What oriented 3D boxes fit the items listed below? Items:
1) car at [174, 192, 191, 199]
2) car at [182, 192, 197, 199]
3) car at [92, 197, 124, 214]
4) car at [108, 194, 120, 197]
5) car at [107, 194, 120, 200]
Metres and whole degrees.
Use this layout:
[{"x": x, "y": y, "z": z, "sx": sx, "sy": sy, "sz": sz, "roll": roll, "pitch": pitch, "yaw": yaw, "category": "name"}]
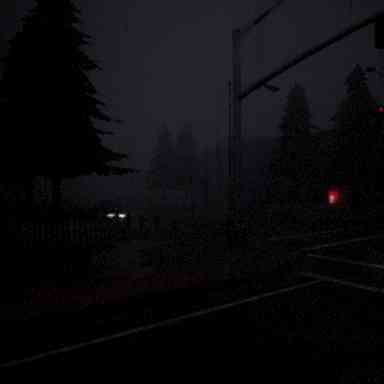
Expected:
[{"x": -2.777, "y": 0.885, "z": 86.917, "sx": 1.932, "sy": 1.855, "sz": 4.605, "roll": 0, "pitch": 0, "yaw": -37, "category": "car"}, {"x": -0.693, "y": 0.851, "z": 88.984, "sx": 1.905, "sy": 1.878, "sz": 3.866, "roll": 0, "pitch": 0, "yaw": -37, "category": "car"}, {"x": -8.871, "y": 1.517, "z": 35.277, "sx": 1.994, "sy": 1.385, "sz": 4.181, "roll": 0, "pitch": 0, "yaw": -37, "category": "car"}, {"x": -17.762, "y": 1.249, "z": 75.927, "sx": 1.845, "sy": 1.501, "sz": 3.633, "roll": 0, "pitch": 0, "yaw": -37, "category": "car"}, {"x": -19.804, "y": 1.246, "z": 83.659, "sx": 1.970, "sy": 1.475, "sz": 3.806, "roll": 0, "pitch": 0, "yaw": -37, "category": "car"}]
